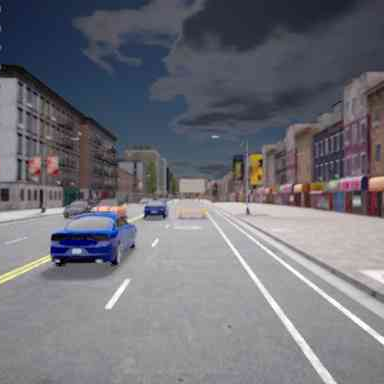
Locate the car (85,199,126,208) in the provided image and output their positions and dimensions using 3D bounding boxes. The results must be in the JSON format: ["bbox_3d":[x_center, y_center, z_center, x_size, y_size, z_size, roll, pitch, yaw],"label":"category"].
[{"bbox_3d":[-6.580,1.363,26.634,2.097,1.767,4.553,0,0,0],"label":"car"}]

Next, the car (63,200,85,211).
[{"bbox_3d":[-9.828,1.531,29.566,1.837,1.490,4.892,0,-1,0],"label":"car"}]

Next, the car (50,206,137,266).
[{"bbox_3d":[-3.145,1.467,11.559,1.882,1.535,5.008,0,0,0],"label":"car"}]

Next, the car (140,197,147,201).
[{"bbox_3d":[-9.709,1.898,69.985,2.097,1.767,4.553,0,-1,0],"label":"car"}]

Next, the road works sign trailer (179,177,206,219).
[{"bbox_3d":[0.017,0.489,29.483,2.380,3.560,2.880,0,0,0],"label":"road works sign trailer"}]

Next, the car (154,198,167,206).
[{"bbox_3d":[-6.461,2.040,68.190,2.128,1.511,4.902,0,-1,0],"label":"car"}]

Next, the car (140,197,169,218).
[{"bbox_3d":[-3.134,1.504,29.984,1.882,1.535,5.008,0,0,0],"label":"car"}]
